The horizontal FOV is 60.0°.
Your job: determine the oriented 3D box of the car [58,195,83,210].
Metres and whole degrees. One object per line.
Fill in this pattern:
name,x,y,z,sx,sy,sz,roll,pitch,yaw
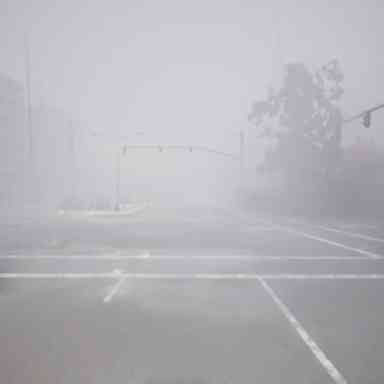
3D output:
car,-15.092,1.280,42.019,2.097,1.767,4.553,0,0,0

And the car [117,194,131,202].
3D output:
car,-15.018,1.275,73.431,2.128,1.511,4.902,0,0,0

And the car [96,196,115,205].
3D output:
car,-15.055,1.404,58.131,1.837,1.490,4.892,0,0,1

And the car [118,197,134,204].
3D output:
car,-11.551,1.500,58.561,1.895,1.301,4.718,0,0,1

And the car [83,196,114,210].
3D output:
car,-11.594,1.418,41.990,2.128,1.511,4.902,0,0,0
